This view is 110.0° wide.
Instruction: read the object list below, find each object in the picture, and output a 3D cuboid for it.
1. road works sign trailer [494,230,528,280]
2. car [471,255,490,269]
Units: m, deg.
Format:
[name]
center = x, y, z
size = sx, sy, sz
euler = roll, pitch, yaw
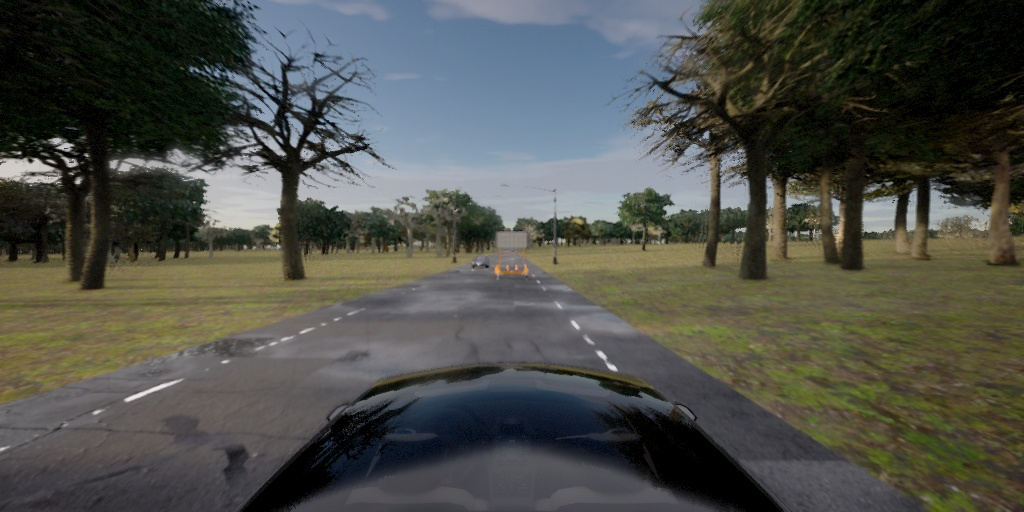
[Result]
[road works sign trailer]
center = 0.003, -0.116, 26.575
size = 2.380, 3.560, 2.880
euler = 0, 0, 0
[car]
center = -3.555, 0.647, 41.364
size = 2.128, 1.511, 4.902
euler = 0, 1, 1
